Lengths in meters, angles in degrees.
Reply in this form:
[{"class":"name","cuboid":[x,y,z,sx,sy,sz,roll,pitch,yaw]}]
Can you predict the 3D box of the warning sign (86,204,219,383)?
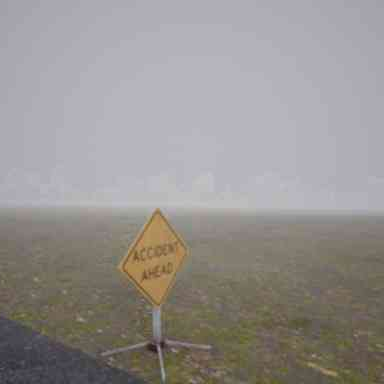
[{"class":"warning sign","cuboid":[-0.461,1.119,4.254,1.060,1.860,1.300,-1,0,36]}]
